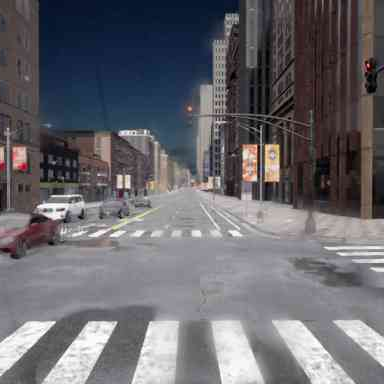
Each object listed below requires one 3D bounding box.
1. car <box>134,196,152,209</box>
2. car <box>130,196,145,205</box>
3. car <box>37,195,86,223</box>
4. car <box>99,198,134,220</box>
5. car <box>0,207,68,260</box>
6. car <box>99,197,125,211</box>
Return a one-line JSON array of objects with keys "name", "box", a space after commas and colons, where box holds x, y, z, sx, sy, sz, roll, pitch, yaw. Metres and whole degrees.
[{"name": "car", "box": [-6.583, 1.570, 45.307, 1.994, 1.385, 4.181, 0, 0, 0]}, {"name": "car", "box": [-9.740, 1.535, 60.010, 1.837, 1.490, 4.892, 0, 0, 0]}, {"name": "car", "box": [-9.845, 1.225, 25.370, 2.150, 2.045, 5.566, 0, 0, 0]}, {"name": "car", "box": [-6.594, 1.508, 28.574, 1.837, 1.490, 4.892, 0, 0, 0]}, {"name": "car", "box": [-6.599, 1.525, 12.635, 1.812, 1.442, 4.674, 0, 0, 0]}, {"name": "car", "box": [-9.839, 1.493, 41.337, 2.128, 1.511, 4.902, 0, 0, 0]}]
